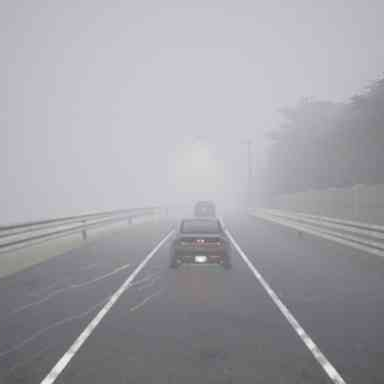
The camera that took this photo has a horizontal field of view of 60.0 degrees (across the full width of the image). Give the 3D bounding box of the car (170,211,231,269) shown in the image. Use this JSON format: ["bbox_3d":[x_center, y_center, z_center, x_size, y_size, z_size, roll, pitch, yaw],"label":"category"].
[{"bbox_3d":[0.297,1.633,11.665,1.837,1.490,4.892,0,0,1],"label":"car"}]

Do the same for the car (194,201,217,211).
[{"bbox_3d":[1.393,1.928,34.666,2.150,2.045,5.566,0,-2,4],"label":"car"}]
